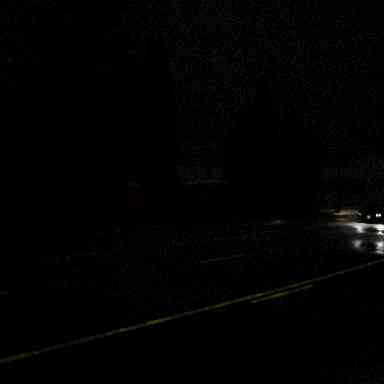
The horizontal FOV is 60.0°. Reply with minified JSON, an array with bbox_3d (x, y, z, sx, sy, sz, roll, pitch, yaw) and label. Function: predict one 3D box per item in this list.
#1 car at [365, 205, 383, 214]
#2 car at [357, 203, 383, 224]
[{"bbox_3d":[34.115,3.260,62.208,1.882,1.535,5.008,1,-2,11],"label":"car"},{"bbox_3d":[14.665,1.666,26.446,1.837,1.490,4.892,1,-1,41],"label":"car"}]
